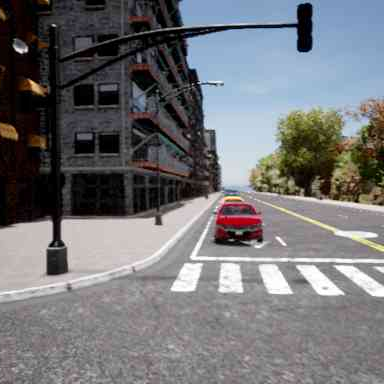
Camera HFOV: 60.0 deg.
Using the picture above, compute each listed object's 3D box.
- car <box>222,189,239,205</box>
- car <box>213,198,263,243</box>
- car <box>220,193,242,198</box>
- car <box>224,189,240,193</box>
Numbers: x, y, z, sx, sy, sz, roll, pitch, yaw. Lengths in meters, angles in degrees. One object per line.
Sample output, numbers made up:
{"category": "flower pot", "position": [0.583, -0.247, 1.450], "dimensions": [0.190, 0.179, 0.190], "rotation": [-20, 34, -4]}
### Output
{"category": "car", "position": [5.153, 0.614, 44.344], "dimensions": [2.150, 2.045, 5.566], "rotation": [0, 1, 8]}
{"category": "car", "position": [1.993, 1.216, 14.826], "dimensions": [1.882, 1.535, 5.008], "rotation": [0, 1, 6]}
{"category": "car", "position": [2.974, 1.105, 24.196], "dimensions": [1.882, 1.535, 5.008], "rotation": [0, 1, 6]}
{"category": "car", "position": [3.996, 0.866, 33.878], "dimensions": [2.097, 1.767, 4.553], "rotation": [0, 1, 6]}
